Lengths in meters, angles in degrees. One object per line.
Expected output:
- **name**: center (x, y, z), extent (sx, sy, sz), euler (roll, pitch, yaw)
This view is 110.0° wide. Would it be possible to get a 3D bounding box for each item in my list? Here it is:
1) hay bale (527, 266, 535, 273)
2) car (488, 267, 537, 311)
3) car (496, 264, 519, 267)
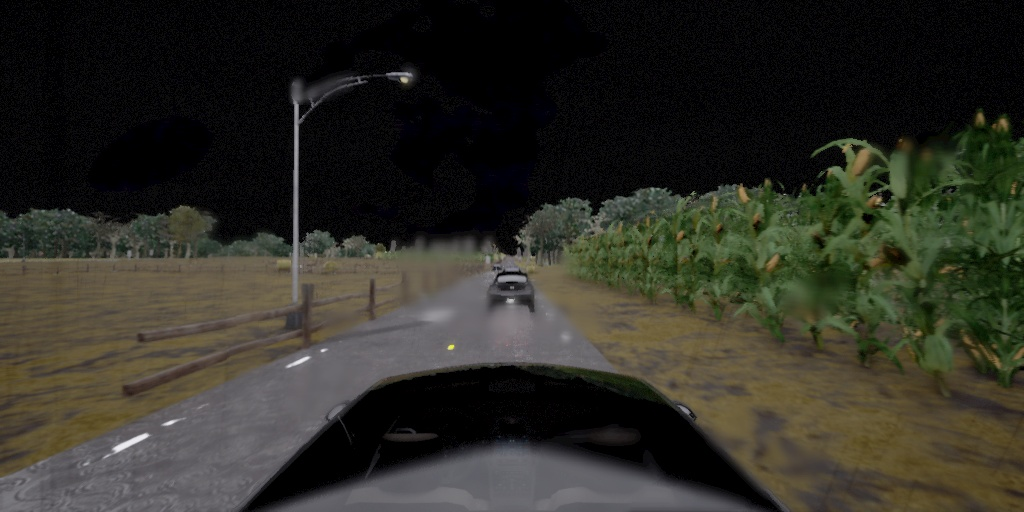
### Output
- **hay bale**: center (3.110, 2.185, 58.723), extent (1.220, 1.180, 1.240), euler (0, 0, 0)
- **car**: center (0.017, 1.418, 15.382), extent (1.837, 1.490, 4.892), euler (0, 0, 0)
- **car**: center (0.013, 1.604, 30.380), extent (2.128, 1.511, 4.902), euler (0, -1, 0)
